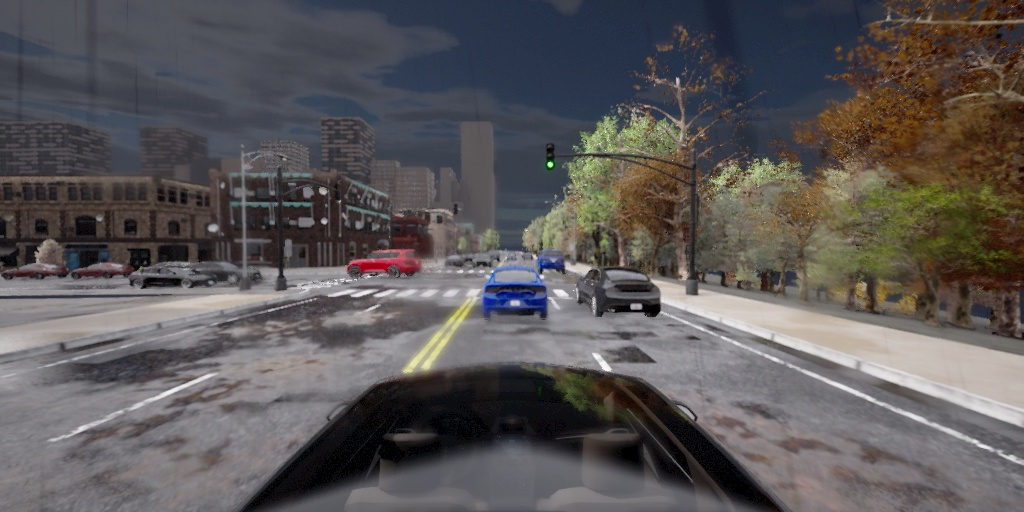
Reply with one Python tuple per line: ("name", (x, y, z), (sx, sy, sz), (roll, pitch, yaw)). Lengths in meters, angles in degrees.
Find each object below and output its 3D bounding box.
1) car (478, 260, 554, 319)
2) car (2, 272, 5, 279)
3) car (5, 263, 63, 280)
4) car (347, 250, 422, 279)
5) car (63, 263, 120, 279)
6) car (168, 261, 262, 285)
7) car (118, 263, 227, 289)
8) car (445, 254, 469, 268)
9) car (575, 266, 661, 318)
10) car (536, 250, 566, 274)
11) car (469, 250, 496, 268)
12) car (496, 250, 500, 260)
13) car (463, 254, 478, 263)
("car", (0.100, 1.059, 11.966), (1.882, 1.535, 5.008), (0, 1, 0))
("car", (-33.825, 1.276, 21.363), (4.097, 1.591, 1.967), (0, 0, 0))
("car", (-39.352, 1.260, 29.749), (4.207, 1.307, 1.802), (0, 0, 0))
("car", (-9.421, 0.586, 26.532), (5.566, 2.045, 2.150), (0, 0, 17))
("car", (-33.818, 1.198, 29.741), (4.207, 1.307, 1.802), (0, 0, 0))
("car", (-19.422, 1.106, 23.905), (4.892, 1.490, 1.837), (0, 1, -1))
("car", (-19.949, 1.247, 21.223), (4.313, 1.339, 1.948), (0, 0, 0))
("car", (-6.592, 0.562, 42.054), (1.882, 1.535, 5.008), (0, 2, 0))
("car", (3.350, 1.084, 12.082), (1.837, 1.490, 4.892), (0, 1, 0))
("car", (3.348, 0.479, 31.603), (2.150, 2.045, 5.566), (0, 1, 0))
("car", (-3.344, 0.448, 41.396), (2.097, 1.767, 4.553), (0, 1, 0))
("car", (-3.264, -0.047, 63.314), (2.150, 2.045, 5.566), (0, 1, 0))
("car", (-6.562, 0.436, 56.986), (1.895, 1.301, 4.718), (0, 1, 0))
